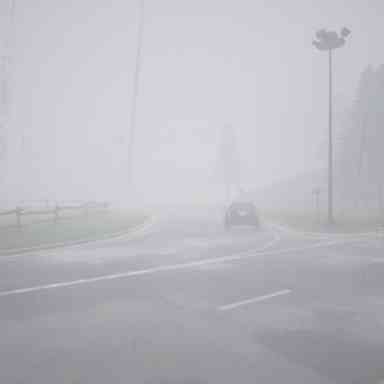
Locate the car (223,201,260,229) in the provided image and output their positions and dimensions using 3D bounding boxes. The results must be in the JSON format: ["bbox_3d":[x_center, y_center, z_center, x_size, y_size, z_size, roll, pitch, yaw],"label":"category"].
[{"bbox_3d":[3.174,1.366,21.916,2.097,1.767,4.553,0,0,4],"label":"car"}]
